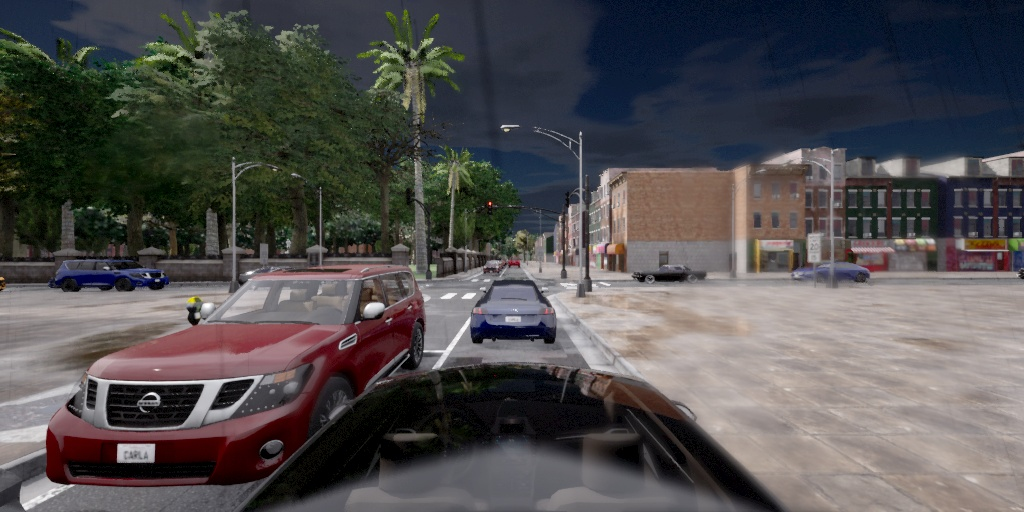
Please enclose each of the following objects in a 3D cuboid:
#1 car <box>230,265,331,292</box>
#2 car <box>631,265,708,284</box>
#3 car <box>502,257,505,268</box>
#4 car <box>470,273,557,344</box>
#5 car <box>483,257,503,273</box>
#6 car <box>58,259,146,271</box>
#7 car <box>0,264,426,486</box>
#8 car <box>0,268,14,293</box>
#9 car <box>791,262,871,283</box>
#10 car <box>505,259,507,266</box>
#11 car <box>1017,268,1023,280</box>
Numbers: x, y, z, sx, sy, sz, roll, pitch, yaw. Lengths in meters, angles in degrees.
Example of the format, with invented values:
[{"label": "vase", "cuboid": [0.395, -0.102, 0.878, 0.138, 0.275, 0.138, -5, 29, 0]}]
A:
[{"label": "car", "cuboid": [-14.344, 1.386, 22.480, 4.902, 1.511, 2.128, -1, 0, -1]}, {"label": "car", "cuboid": [10.990, 1.279, 25.326, 4.718, 1.301, 1.895, 0, 0, 1]}, {"label": "car", "cuboid": [-2.349, 1.291, 48.862, 1.967, 1.591, 4.097, 0, 0, 0]}, {"label": "car", "cuboid": [0.045, 1.316, 9.644, 1.994, 1.385, 4.181, 0, 0, 1]}, {"label": "car", "cuboid": [-2.385, 1.268, 43.175, 1.967, 1.591, 4.097, 0, 0, 0]}, {"label": "car", "cuboid": [-25.045, 1.221, 22.541, 5.566, 2.045, 2.150, -1, 0, 0]}, {"label": "car", "cuboid": [-2.621, 1.065, 5.029, 2.192, 1.841, 5.009, 0, 0, 0]}, {"label": "car", "cuboid": [-35.180, 1.589, 22.604, 5.008, 1.535, 1.882, 0, 0, 0]}, {"label": "car", "cuboid": [22.416, 1.132, 25.259, 4.674, 1.442, 1.812, 0, 0, 0]}, {"label": "car", "cuboid": [-2.280, 1.485, 60.240, 1.802, 1.307, 4.207, 0, 0, 0]}, {"label": "car", "cuboid": [38.768, 1.040, 25.146, 4.892, 1.490, 1.837, 0, 0, 1]}]
